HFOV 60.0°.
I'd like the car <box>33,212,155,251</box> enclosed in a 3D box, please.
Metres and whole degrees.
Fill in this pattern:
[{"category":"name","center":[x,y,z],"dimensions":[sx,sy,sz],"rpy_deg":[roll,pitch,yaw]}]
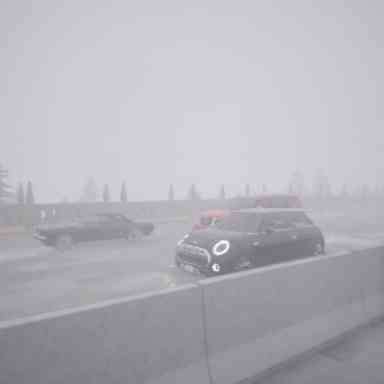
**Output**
[{"category":"car","center":[-4.051,1.554,13.997],"dimensions":[4.718,1.301,1.895],"rpy_deg":[-1,0,-35]}]

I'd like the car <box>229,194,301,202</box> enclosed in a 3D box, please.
[{"category":"car","center":[2.701,1.117,14.514],"dimensions":[5.566,2.045,2.150],"rpy_deg":[-1,0,-35]}]

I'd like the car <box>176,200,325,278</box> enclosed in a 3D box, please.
[{"category":"car","center":[1.760,1.284,9.544],"dimensions":[4.553,1.767,2.097],"rpy_deg":[-1,0,-36]}]
